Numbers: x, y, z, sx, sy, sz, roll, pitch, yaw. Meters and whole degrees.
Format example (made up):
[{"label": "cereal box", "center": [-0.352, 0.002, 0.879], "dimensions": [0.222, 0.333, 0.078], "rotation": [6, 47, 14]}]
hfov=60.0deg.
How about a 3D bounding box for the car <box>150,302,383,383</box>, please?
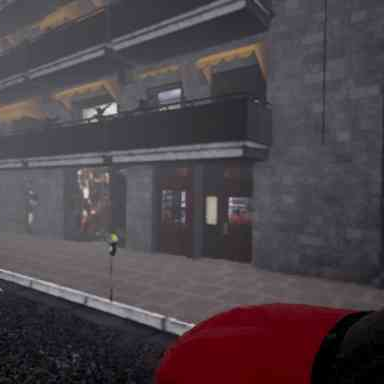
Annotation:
[{"label": "car", "center": [1.965, 1.319, 1.457], "dimensions": [5.009, 1.841, 2.192], "rotation": [0, 1, 35]}]
